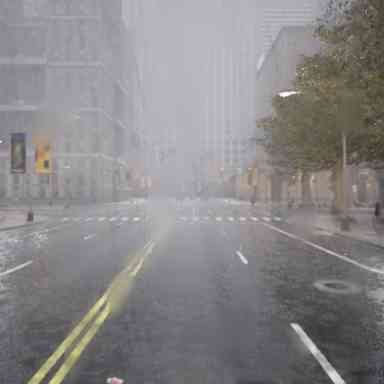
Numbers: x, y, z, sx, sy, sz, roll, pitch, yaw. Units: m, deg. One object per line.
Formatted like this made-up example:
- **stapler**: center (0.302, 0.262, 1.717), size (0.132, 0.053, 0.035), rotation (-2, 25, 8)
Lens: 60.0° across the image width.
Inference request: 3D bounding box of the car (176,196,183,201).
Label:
- **car**: center (-3.379, 1.892, 92.283), size (1.895, 1.301, 4.718), rotation (0, 0, 1)

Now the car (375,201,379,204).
- **car**: center (33.441, 1.774, 55.690), size (4.718, 1.301, 1.895), rotation (0, 0, 0)
